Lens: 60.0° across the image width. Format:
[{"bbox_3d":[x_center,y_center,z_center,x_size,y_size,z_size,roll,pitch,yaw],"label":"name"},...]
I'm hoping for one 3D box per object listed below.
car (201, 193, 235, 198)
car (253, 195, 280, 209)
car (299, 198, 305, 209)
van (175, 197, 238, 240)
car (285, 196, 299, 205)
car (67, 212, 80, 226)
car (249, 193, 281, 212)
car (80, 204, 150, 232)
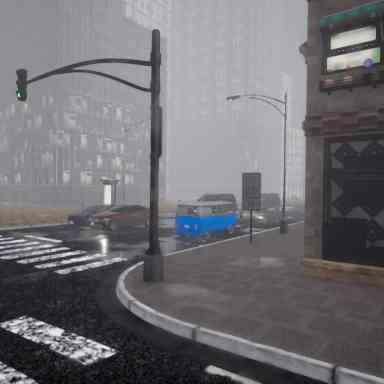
[{"bbox_3d":[1.884,1.142,28.499,2.150,2.045,5.566,1,1,36],"label":"car"},{"bbox_3d":[10.001,1.293,44.422,1.967,1.590,4.097,1,1,35],"label":"car"},{"bbox_3d":[15.618,1.463,42.433,1.812,1.442,4.674,1,1,36],"label":"car"},{"bbox_3d":[0.829,1.368,17.011,1.690,1.788,3.998,1,1,35],"label":"van"},{"bbox_3d":[16.306,1.363,53.309,1.752,1.417,4.829,1,1,35],"label":"car"},{"bbox_3d":[-6.008,1.467,21.864,1.947,1.339,4.313,1,1,35],"label":"car"},{"bbox_3d":[8.076,1.124,37.201,2.150,2.045,5.566,1,1,36],"label":"car"},{"bbox_3d":[-4.066,1.466,20.120,1.812,1.442,4.674,1,1,37],"label":"car"}]
